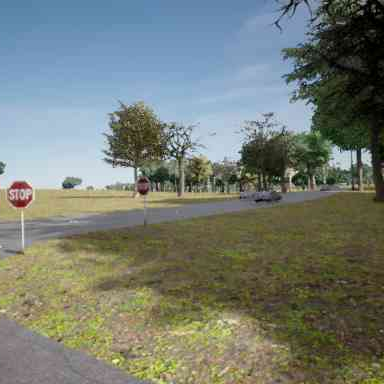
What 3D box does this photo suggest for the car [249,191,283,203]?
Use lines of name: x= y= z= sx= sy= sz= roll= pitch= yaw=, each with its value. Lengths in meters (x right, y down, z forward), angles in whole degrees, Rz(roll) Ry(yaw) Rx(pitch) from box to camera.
car: x=9.184 y=0.564 z=39.723 sx=2.033 sy=1.411 sz=5.357 roll=-3 pitch=0 yaw=34

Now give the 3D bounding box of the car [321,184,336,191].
car: x=32.154 y=-0.915 z=79.111 sx=1.994 sy=1.385 sz=4.181 roll=-3 pitch=0 yaw=32

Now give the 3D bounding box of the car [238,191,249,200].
car: x=9.109 y=0.518 z=52.015 sx=2.033 sy=1.411 sz=5.357 roll=-3 pitch=0 yaw=34
